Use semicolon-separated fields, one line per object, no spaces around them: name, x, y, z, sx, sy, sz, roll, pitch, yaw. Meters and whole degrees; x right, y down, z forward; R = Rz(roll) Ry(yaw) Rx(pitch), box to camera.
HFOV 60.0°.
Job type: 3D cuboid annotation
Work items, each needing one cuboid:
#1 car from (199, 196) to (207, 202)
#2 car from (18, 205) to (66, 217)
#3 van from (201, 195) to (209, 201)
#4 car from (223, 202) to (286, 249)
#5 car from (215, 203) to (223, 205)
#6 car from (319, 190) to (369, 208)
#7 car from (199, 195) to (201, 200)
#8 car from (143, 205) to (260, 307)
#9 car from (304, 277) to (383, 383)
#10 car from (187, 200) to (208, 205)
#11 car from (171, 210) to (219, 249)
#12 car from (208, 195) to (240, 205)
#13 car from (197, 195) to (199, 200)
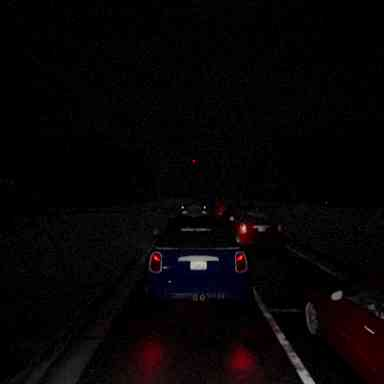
car;2.788;1.708;84.130;1.887;1.381;4.507;-1;0;0
car;-16.622;2.078;37.095;4.718;1.301;1.895;-2;1;0
van;2.724;1.409;51.693;1.690;1.788;3.998;-1;0;0
car;2.655;1.449;14.526;1.967;1.590;4.097;-1;0;0
car;2.667;1.580;19.928;1.947;1.339;4.313;-1;0;0
car;18.290;0.757;40.000;5.566;2.045;2.150;-1;1;0
car;2.733;1.396;57.099;2.192;1.841;5.009;-1;0;0
car;0.086;1.356;8.182;2.097;1.767;4.553;0;0;-1
car;2.636;1.583;3.721;1.802;1.307;4.206;-1;0;0
car;0.151;1.586;25.627;1.994;1.385;4.181;0;0;-1
car;0.124;1.611;15.615;1.895;1.301;4.718;0;0;0
car;2.674;1.336;25.331;2.192;1.841;5.009;-1;0;0
car;2.778;1.696;78.724;2.008;1.369;4.403;-1;0;0
